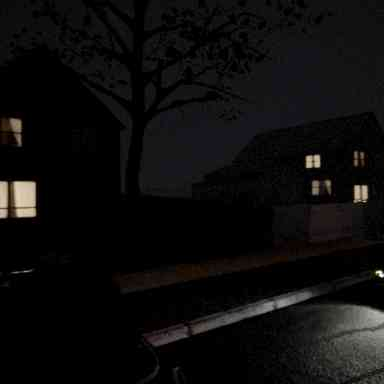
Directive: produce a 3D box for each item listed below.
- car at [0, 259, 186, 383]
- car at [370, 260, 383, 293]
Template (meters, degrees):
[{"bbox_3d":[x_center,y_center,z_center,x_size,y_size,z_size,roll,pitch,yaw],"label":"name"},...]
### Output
[{"bbox_3d":[-2.167,1.365,1.518,4.553,1.767,2.097,0,0,-36],"label":"car"},{"bbox_3d":[6.214,1.511,7.523,5.357,1.411,2.033,0,0,-35],"label":"car"}]
